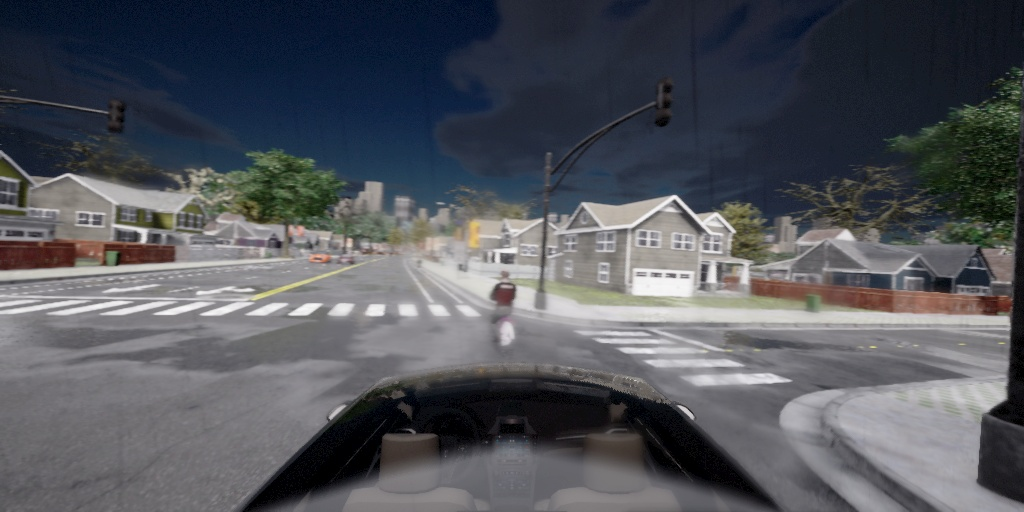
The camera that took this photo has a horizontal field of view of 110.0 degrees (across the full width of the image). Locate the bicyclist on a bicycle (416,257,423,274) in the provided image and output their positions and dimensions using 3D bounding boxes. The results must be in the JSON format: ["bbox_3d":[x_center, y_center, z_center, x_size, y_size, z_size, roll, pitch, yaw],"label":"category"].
[{"bbox_3d":[-8.861,0.922,34.265,0.659,1.776,1.843,3,0,-18],"label":"bicyclist on a bicycle"}]

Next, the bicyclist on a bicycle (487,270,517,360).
[{"bbox_3d":[-0.255,1.164,7.627,0.659,1.776,1.843,4,0,-18],"label":"bicyclist on a bicycle"}]

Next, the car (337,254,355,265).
[{"bbox_3d":[-23.336,0.420,50.639,1.812,1.442,4.674,3,-1,-18],"label":"car"}]

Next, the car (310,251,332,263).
[{"bbox_3d":[-26.423,0.069,49.671,2.097,1.767,4.553,3,0,-18],"label":"car"}]
